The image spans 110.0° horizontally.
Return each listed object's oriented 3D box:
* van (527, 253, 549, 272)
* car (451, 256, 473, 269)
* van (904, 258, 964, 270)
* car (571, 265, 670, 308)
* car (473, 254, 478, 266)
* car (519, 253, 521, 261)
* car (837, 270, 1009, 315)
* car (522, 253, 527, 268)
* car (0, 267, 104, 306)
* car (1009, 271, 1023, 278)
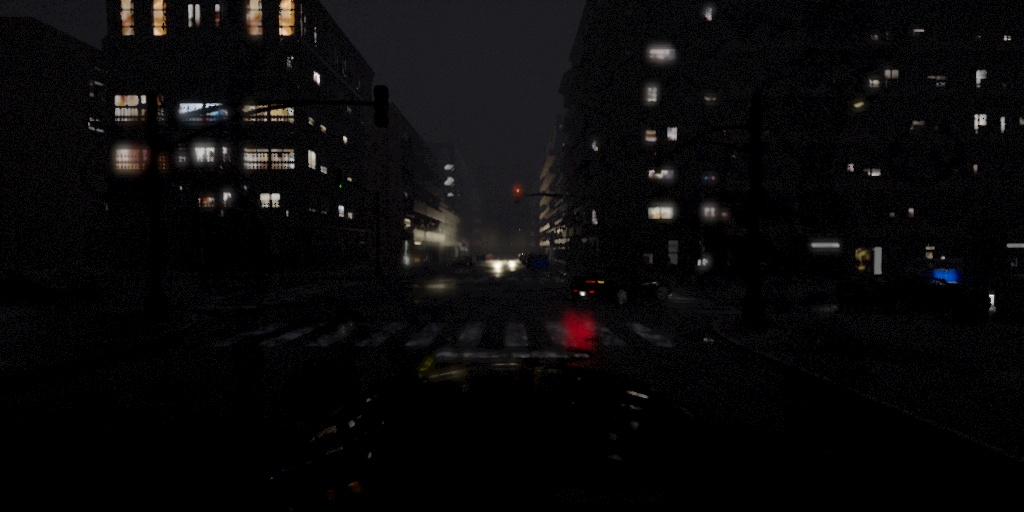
[{"bbox_3d":[2.755,0.612,35.983,1.690,1.789,3.998,0,0,0],"label":"van"},{"bbox_3d":[-5.910,0.782,41.514,1.802,1.307,4.207,0,0,0],"label":"car"},{"bbox_3d":[26.060,1.054,21.604,3.998,1.789,1.690,0,0,0],"label":"van"},{"bbox_3d":[4.480,1.101,14.492,4.892,1.490,1.837,0,-1,-38],"label":"car"},{"bbox_3d":[-5.921,0.695,47.035,1.948,1.339,4.313,0,0,0],"label":"car"},{"bbox_3d":[2.584,0.436,58.039,1.967,1.591,4.097,0,0,0],"label":"car"},{"bbox_3d":[14.690,1.331,13.235,4.507,1.381,1.888,0,0,0],"label":"car"},{"bbox_3d":[2.656,0.515,41.479,2.192,1.841,5.009,0,0,0],"label":"car"},{"bbox_3d":[-17.763,1.048,13.230,4.207,1.307,1.802,0,0,0],"label":"car"},{"bbox_3d":[28.598,1.326,19.018,4.674,1.442,1.812,1,1,0],"label":"car"}]
